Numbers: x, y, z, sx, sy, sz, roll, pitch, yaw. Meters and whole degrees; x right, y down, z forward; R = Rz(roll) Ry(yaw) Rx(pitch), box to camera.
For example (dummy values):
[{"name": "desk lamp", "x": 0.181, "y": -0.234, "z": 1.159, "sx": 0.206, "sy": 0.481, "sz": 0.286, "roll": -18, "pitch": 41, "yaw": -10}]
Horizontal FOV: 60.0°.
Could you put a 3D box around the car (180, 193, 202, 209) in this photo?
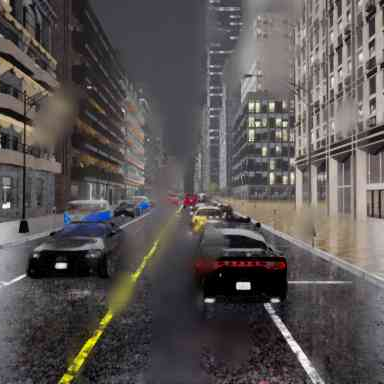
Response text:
[{"name": "car", "x": -0.033, "y": 1.207, "z": 45.675, "sx": 2.150, "sy": 2.045, "sz": 5.566, "roll": 0, "pitch": 0, "yaw": 1}]

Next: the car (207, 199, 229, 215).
[{"name": "car", "x": 2.672, "y": 1.545, "z": 35.331, "sx": 2.008, "sy": 1.369, "sz": 4.403, "roll": 1, "pitch": 0, "yaw": 0}]

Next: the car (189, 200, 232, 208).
[{"name": "car", "x": 0.882, "y": 1.455, "z": 18.445, "sx": 1.801, "sy": 1.575, "sz": 5.366, "roll": 0, "pitch": 0, "yaw": 0}]

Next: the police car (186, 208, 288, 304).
[{"name": "police car", "x": 0.891, "y": 1.427, "z": 8.363, "sx": 1.930, "sy": 1.638, "sz": 5.238, "roll": 0, "pitch": 0, "yaw": 0}]

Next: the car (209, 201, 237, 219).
[{"name": "car", "x": 2.677, "y": 1.548, "z": 29.634, "sx": 2.008, "sy": 1.369, "sz": 4.403, "roll": 1, "pitch": 0, "yaw": 0}]

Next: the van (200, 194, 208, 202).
[{"name": "van", "x": 2.650, "y": 1.289, "z": 75.218, "sx": 1.690, "sy": 1.788, "sz": 3.998, "roll": 1, "pitch": 0, "yaw": 0}]

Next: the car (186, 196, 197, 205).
[{"name": "car", "x": -0.054, "y": 1.475, "z": 58.704, "sx": 1.837, "sy": 1.490, "sz": 4.892, "roll": 0, "pitch": 0, "yaw": 0}]

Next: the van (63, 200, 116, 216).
[{"name": "van", "x": -5.689, "y": 1.341, "z": 18.343, "sx": 1.690, "sy": 1.788, "sz": 3.998, "roll": 1, "pitch": 0, "yaw": 0}]

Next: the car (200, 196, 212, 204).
[{"name": "car", "x": 2.646, "y": 1.515, "z": 63.822, "sx": 2.008, "sy": 1.369, "sz": 4.403, "roll": 1, "pitch": 0, "yaw": 0}]

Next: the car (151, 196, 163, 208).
[{"name": "car", "x": -5.719, "y": 1.535, "z": 46.838, "sx": 2.008, "sy": 1.369, "sz": 4.403, "roll": 1, "pitch": 0, "yaw": 0}]

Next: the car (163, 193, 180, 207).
[{"name": "car", "x": -3.144, "y": 1.201, "z": 51.323, "sx": 2.150, "sy": 2.045, "sz": 5.566, "roll": 0, "pitch": 0, "yaw": 0}]

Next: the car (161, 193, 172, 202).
[{"name": "car", "x": -5.739, "y": 1.263, "z": 75.332, "sx": 2.192, "sy": 1.841, "sz": 5.009, "roll": 1, "pitch": 0, "yaw": 0}]

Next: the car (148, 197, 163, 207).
[{"name": "car", "x": -5.724, "y": 1.560, "z": 52.535, "sx": 1.802, "sy": 1.307, "sz": 4.206, "roll": 1, "pitch": 0, "yaw": 0}]

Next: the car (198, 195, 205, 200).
[{"name": "car", "x": 2.587, "y": 1.502, "z": 92.311, "sx": 1.802, "sy": 1.307, "sz": 4.206, "roll": 1, "pitch": 0, "yaw": 0}]

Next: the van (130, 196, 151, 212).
[{"name": "van", "x": -5.704, "y": 1.335, "z": 35.441, "sx": 1.690, "sy": 1.788, "sz": 3.998, "roll": 1, "pitch": 0, "yaw": 0}]

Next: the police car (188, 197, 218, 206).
[{"name": "police car", "x": 0.877, "y": 1.424, "z": 24.366, "sx": 1.930, "sy": 1.638, "sz": 5.238, "roll": 0, "pitch": 0, "yaw": 0}]

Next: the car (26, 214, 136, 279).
[{"name": "car", "x": -3.111, "y": 1.565, "z": 9.910, "sx": 1.994, "sy": 1.385, "sz": 4.181, "roll": 0, "pitch": 0, "yaw": 0}]

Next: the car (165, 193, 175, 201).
[{"name": "car", "x": -5.749, "y": 1.245, "z": 86.728, "sx": 2.192, "sy": 1.841, "sz": 5.009, "roll": 1, "pitch": 0, "yaw": 0}]

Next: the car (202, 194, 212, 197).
[{"name": "car", "x": 2.656, "y": 1.286, "z": 58.125, "sx": 2.192, "sy": 1.841, "sz": 5.009, "roll": 1, "pitch": 0, "yaw": 0}]

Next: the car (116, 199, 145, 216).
[{"name": "car", "x": -5.704, "y": 1.563, "z": 29.744, "sx": 1.947, "sy": 1.339, "sz": 4.313, "roll": 1, "pitch": 0, "yaw": 0}]

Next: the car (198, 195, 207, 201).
[{"name": "car", "x": 2.607, "y": 1.505, "z": 80.916, "sx": 1.947, "sy": 1.339, "sz": 4.313, "roll": 1, "pitch": 0, "yaw": 0}]

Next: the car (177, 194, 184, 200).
[{"name": "car", "x": -3.084, "y": 1.401, "z": 90.454, "sx": 1.882, "sy": 1.535, "sz": 5.008, "roll": 0, "pitch": 0, "yaw": 0}]
